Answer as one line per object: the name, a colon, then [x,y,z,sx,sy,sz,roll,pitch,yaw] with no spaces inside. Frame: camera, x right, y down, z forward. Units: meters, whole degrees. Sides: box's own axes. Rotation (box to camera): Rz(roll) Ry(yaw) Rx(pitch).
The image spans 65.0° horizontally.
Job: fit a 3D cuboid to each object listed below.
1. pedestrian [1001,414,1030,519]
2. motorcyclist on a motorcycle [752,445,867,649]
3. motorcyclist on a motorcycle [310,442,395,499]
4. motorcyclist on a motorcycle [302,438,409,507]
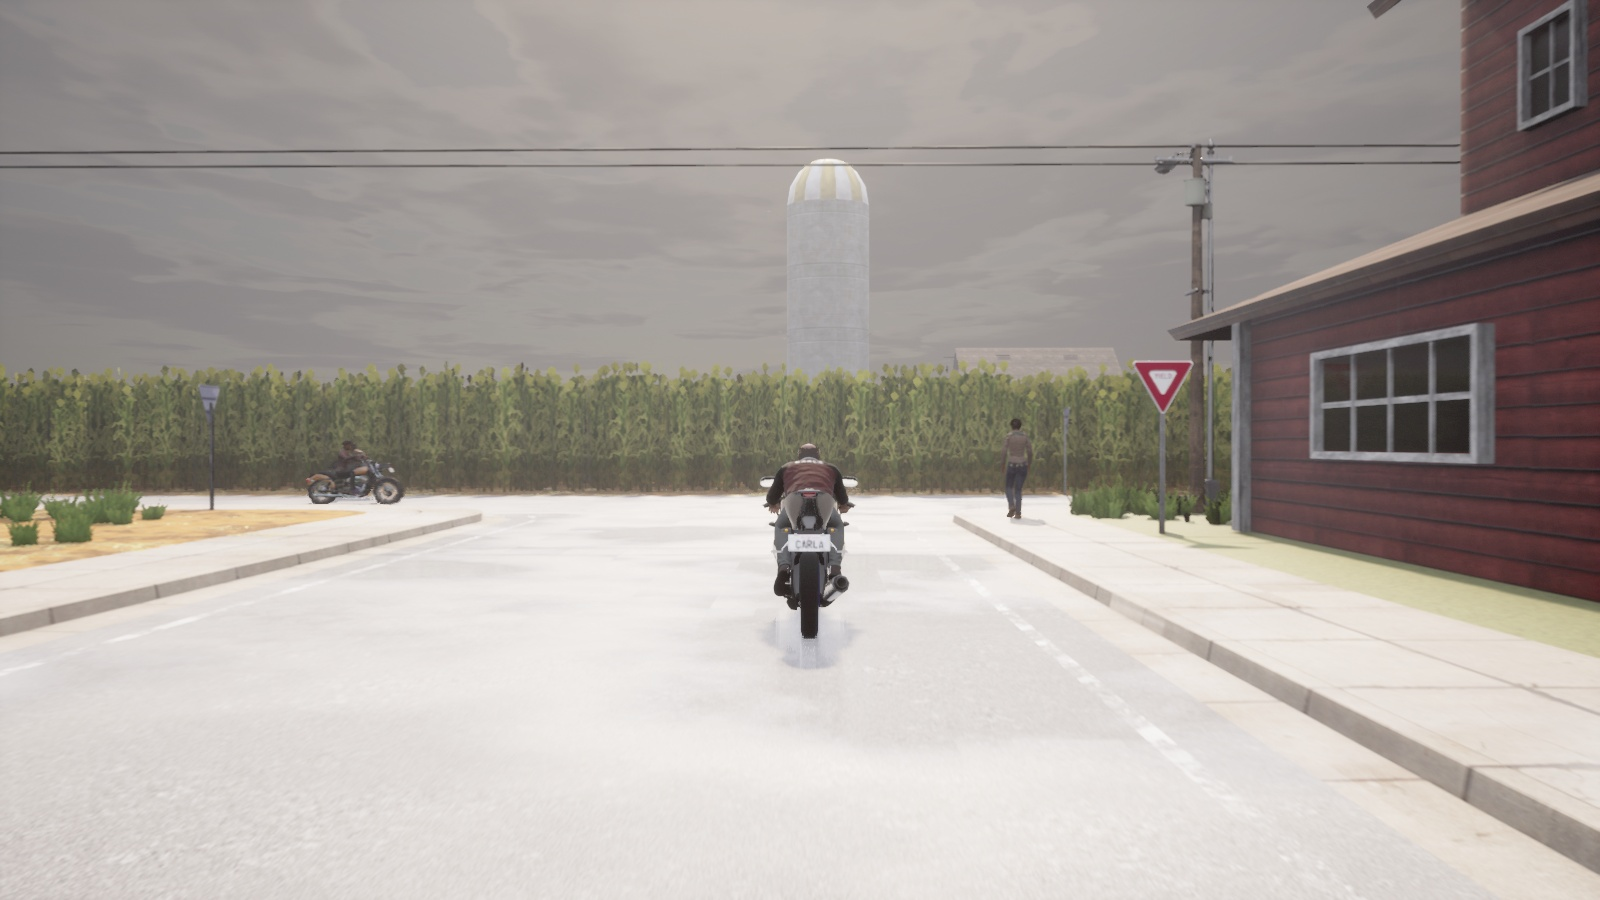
pedestrian: [3.784,0.287,22.043,0.328,1.805,0.869,0,0,-2]
motorcyclist on a motorcycle: [0.075,0.722,10.539,0.866,1.530,2.191,0,0,0]
motorcyclist on a motorcycle: [-12.191,0.552,34.253,2.044,1.523,0.797,0,0,1]
motorcyclist on a motorcycle: [-10.855,0.542,30.725,2.350,1.649,0.766,0,0,1]
